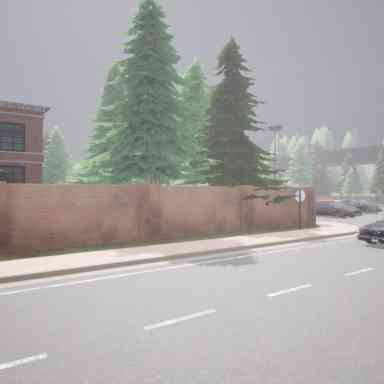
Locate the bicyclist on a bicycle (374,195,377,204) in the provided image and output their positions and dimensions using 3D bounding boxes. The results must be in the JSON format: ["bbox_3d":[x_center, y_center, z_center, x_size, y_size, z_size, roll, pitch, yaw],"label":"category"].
[{"bbox_3d":[30.148,1.301,54.262,1.656,1.620,0.582,0,0,-35],"label":"bicyclist on a bicycle"}]

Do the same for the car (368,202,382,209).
[{"bbox_3d":[17.128,1.492,34.577,2.128,1.511,4.902,0,0,-35],"label":"car"}]

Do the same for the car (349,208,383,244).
[{"bbox_3d":[9.606,1.547,14.422,5.357,1.411,2.033,0,0,-28],"label":"car"}]

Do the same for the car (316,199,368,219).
[{"bbox_3d":[12.146,1.547,29.496,2.033,1.411,5.357,0,0,-35],"label":"car"}]
